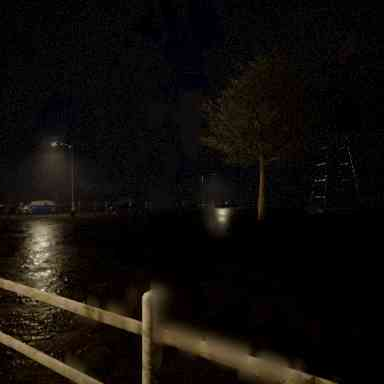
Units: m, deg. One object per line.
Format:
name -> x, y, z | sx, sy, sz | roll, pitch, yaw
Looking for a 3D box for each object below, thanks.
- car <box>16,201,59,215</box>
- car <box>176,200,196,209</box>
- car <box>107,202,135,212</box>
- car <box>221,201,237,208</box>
car -> -18.346, 1.821, 39.510 | 2.097, 1.767, 4.553 | -2, -2, 36
car -> -1.139, 2.327, 63.335 | 2.097, 1.767, 4.553 | -2, -2, 36
car -> -10.690, 2.216, 50.160 | 1.812, 1.442, 4.674 | -2, -2, 36
car -> 7.709, 2.628, 69.464 | 1.994, 1.385, 4.181 | -2, -2, 36
